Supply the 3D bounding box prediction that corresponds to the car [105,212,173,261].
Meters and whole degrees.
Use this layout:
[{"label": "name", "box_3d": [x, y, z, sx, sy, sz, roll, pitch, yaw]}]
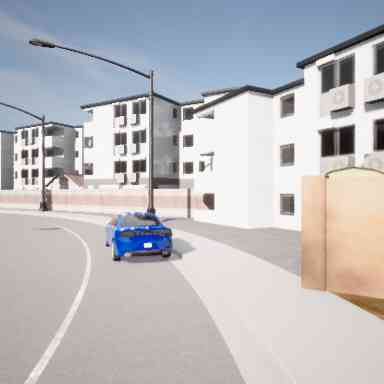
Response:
[{"label": "car", "box_3d": [-2.142, 1.467, 12.425, 1.882, 1.535, 5.008, 0, 0, -19]}]
